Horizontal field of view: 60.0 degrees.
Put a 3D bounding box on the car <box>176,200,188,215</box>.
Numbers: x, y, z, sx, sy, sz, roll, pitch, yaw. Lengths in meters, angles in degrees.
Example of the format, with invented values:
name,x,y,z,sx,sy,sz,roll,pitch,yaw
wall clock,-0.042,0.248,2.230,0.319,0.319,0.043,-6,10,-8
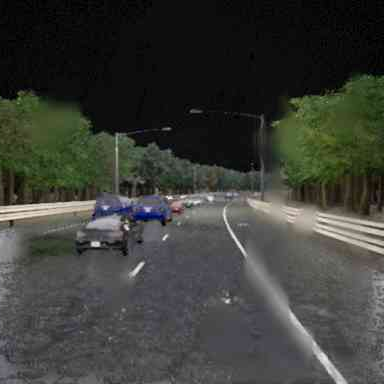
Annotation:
name,x,y,z,sx,sy,sz,roll,pitch,yaw
car,-1.883,1.698,35.098,1.895,1.301,4.718,0,0,5

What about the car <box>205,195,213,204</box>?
name,x,y,z,sx,sy,sz,roll,pitch,yaw
car,2.324,1.528,67.361,2.128,1.511,4.902,0,0,10

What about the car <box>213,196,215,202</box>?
name,x,y,z,sx,sy,sz,roll,pitch,yaw
car,4.302,1.536,78.038,1.812,1.442,4.674,0,0,11

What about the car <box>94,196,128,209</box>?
name,x,y,z,sx,sy,sz,roll,pitch,yaw
car,-5.959,1.292,26.233,2.150,2.045,5.566,0,0,4

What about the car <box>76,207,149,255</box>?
name,x,y,z,sx,sy,sz,roll,pitch,yaw
car,-3.119,1.562,13.312,1.812,1.442,4.674,0,0,2

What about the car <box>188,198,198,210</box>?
name,x,y,z,sx,sy,sz,roll,pitch,yaw
car,-0.768,1.691,45.897,1.895,1.301,4.718,0,0,7

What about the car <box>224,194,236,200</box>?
name,x,y,z,sx,sy,sz,roll,pitch,yaw
car,9.583,1.273,86.742,1.882,1.535,5.008,0,1,13

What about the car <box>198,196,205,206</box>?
name,x,y,z,sx,sy,sz,roll,pitch,yaw
car,0.636,1.664,56.665,1.895,1.301,4.718,0,0,8

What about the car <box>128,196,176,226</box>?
name,x,y,z,sx,sy,sz,roll,pitch,yaw
car,-2.709,1.291,24.272,2.150,2.045,5.566,0,0,4
